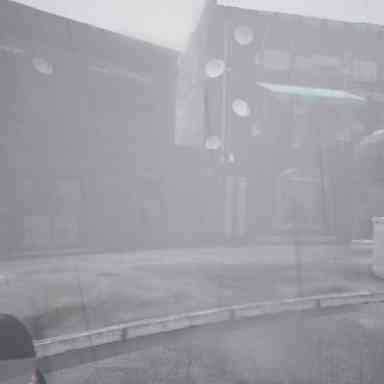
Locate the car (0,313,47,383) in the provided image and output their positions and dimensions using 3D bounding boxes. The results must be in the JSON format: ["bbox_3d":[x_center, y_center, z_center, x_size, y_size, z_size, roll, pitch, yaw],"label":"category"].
[{"bbox_3d":[-3.098,1.436,1.111,4.902,1.511,2.128,0,1,-37],"label":"car"}]
